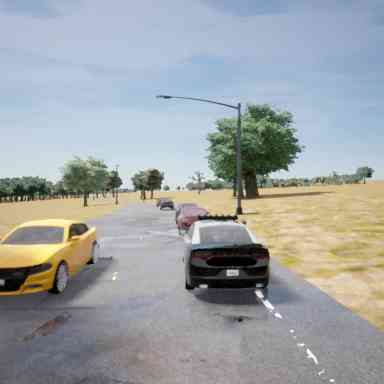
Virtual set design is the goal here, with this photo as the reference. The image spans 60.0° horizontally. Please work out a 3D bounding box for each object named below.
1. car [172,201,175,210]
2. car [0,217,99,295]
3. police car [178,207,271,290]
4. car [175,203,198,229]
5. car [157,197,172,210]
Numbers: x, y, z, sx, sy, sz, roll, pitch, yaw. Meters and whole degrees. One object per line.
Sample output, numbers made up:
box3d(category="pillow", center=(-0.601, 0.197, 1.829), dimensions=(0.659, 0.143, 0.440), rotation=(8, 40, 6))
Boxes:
box3d(category="car", center=(-0.358, 1.576, 25.281), dimensions=(1.837, 1.490, 4.892), rotation=(0, 0, -5))
box3d(category="car", center=(-3.895, 1.498, 8.968), dimensions=(1.882, 1.535, 5.008), rotation=(0, 0, -3))
box3d(category="police car", center=(0.698, 1.447, 9.334), dimensions=(1.930, 1.638, 5.238), rotation=(0, 0, -3))
box3d(category="car", center=(0.102, 1.578, 19.264), dimensions=(1.812, 1.442, 4.674), rotation=(0, 0, -4))
box3d(category="car", center=(-3.528, 1.704, 46.116), dimensions=(1.837, 1.490, 4.892), rotation=(0, -1, -7))
